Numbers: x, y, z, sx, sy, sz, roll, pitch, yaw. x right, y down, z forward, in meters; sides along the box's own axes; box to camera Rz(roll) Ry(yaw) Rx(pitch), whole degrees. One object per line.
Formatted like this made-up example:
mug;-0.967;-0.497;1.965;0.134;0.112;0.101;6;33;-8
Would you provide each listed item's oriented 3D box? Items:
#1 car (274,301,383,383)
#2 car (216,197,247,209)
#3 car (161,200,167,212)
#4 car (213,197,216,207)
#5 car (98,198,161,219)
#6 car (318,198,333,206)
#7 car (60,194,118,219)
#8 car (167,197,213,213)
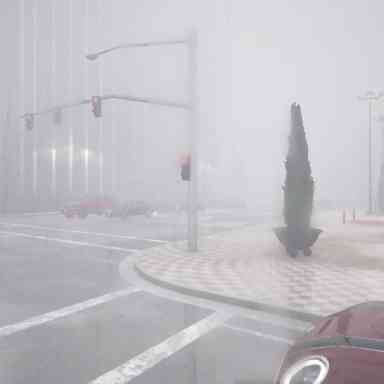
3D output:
car;2.793;1.352;1.978;4.553;1.767;2.097;0;0;36
car;5.671;1.492;44.749;2.128;1.511;4.902;0;0;35
car;-3.241;1.564;38.095;1.994;1.385;4.181;0;0;35
car;2.587;1.478;46.448;1.882;1.535;5.008;0;0;35
car;-5.349;1.492;28.958;2.128;1.511;4.902;0;0;35
car;22.573;1.601;56.451;1.895;1.301;4.718;0;0;34
car;-8.944;1.221;29.907;2.150;2.045;5.566;0;0;35
car;-0.139;1.492;36.431;2.128;1.511;4.902;0;0;35
